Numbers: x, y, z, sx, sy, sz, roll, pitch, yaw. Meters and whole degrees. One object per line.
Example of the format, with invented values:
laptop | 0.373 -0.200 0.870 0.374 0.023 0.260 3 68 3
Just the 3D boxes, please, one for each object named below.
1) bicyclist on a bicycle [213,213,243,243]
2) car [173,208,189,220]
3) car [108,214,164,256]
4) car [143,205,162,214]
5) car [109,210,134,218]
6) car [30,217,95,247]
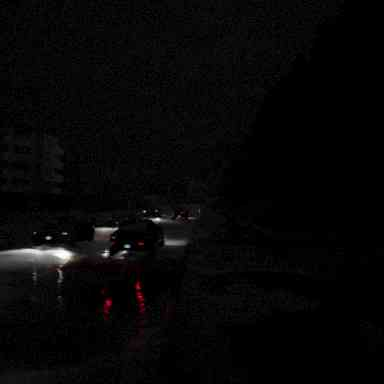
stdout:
bicyclist on a bicycle | 1.950 1.956 17.879 1.656 1.620 0.582 1 -2 2
car | -1.529 2.858 44.393 1.837 1.490 4.892 1 -2 2
car | -2.384 1.952 15.011 1.812 1.442 4.674 1 -2 2
car | -5.550 2.707 47.261 2.097 1.767 4.553 1 -2 2
car | -6.116 2.331 29.841 1.812 1.442 4.674 1 -2 2
car | -6.475 1.967 17.096 1.994 1.385 4.181 1 -2 2
